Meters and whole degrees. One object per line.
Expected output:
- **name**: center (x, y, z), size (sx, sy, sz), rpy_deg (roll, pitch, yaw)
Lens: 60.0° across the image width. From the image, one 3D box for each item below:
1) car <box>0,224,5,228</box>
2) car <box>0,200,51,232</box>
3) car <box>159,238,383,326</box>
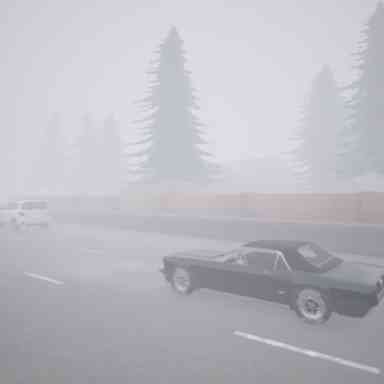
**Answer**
- **car**: center (-8.031, 1.718, 10.378), size (5.357, 1.411, 2.033), rpy_deg (-1, -1, 41)
- **car**: center (-11.877, 1.582, 23.404), size (2.150, 2.045, 5.566), rpy_deg (0, -1, -44)
- **car**: center (1.525, 1.695, 7.303), size (4.718, 1.301, 1.895), rpy_deg (-1, -1, 37)
